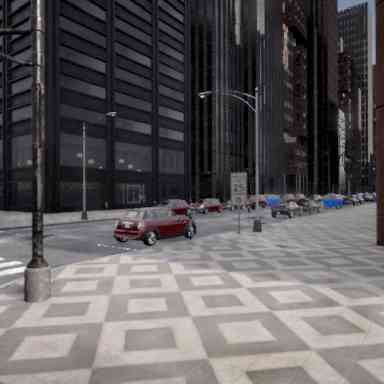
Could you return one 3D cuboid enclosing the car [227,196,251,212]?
[{"bbox_3d":[4.650,1.509,38.414,2.008,1.369,4.403,0,0,36],"label":"car"}]

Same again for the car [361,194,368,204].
[{"bbox_3d":[27.955,1.423,56.220,1.947,1.339,4.313,0,0,36],"label":"car"}]

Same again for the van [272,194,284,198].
[{"bbox_3d":[11.199,1.275,47.521,1.690,1.788,3.998,0,0,36],"label":"van"}]

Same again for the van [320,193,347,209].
[{"bbox_3d":[18.130,1.231,42.558,1.690,1.788,3.998,0,0,36],"label":"van"}]

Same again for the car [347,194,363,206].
[{"bbox_3d":[24.680,1.434,51.666,1.947,1.339,4.313,0,0,36],"label":"car"}]

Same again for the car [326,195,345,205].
[{"bbox_3d":[23.782,1.355,54.978,1.882,1.535,5.008,0,0,35],"label":"car"}]

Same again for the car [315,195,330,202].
[{"bbox_3d":[27.575,1.433,70.293,2.008,1.369,4.403,0,0,36],"label":"car"}]

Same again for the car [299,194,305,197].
[{"bbox_3d":[17.749,1.227,56.630,2.192,1.841,5.009,0,0,36],"label":"car"}]

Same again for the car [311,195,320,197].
[{"bbox_3d":[24.300,1.332,65.739,1.967,1.590,4.097,0,0,36],"label":"car"}]

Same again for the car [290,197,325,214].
[{"bbox_3d":[11.582,1.480,33.451,1.947,1.339,4.313,0,0,36],"label":"car"}]

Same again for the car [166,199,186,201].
[{"bbox_3d":[-1.900,1.424,29.305,1.967,1.590,4.097,0,0,36],"label":"car"}]

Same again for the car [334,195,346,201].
[{"bbox_3d":[37.400,1.422,83.955,1.947,1.339,4.313,0,0,36],"label":"car"}]

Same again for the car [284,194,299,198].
[{"bbox_3d":[14.474,1.237,52.076,2.192,1.841,5.009,0,0,36],"label":"car"}]

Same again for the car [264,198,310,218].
[{"bbox_3d":[8.307,1.478,28.897,2.008,1.369,4.403,0,0,36],"label":"car"}]

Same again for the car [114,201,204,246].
[{"bbox_3d":[-1.517,1.408,15.236,1.967,1.590,4.097,0,0,36],"label":"car"}]

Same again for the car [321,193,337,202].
[{"bbox_3d":[30.849,1.188,74.847,2.192,1.841,5.009,0,0,36],"label":"car"}]

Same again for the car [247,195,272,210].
[{"bbox_3d":[7.924,1.260,42.968,2.192,1.841,5.009,0,0,36],"label":"car"}]

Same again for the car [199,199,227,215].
[{"bbox_3d":[1.375,1.411,33.859,1.967,1.590,4.097,0,0,36],"label":"car"}]

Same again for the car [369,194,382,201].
[{"bbox_3d":[41.054,1.261,74.436,1.967,1.590,4.097,0,0,36],"label":"car"}]

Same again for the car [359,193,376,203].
[{"bbox_3d":[34.505,1.383,65.328,1.887,1.381,4.507,0,0,36],"label":"car"}]
